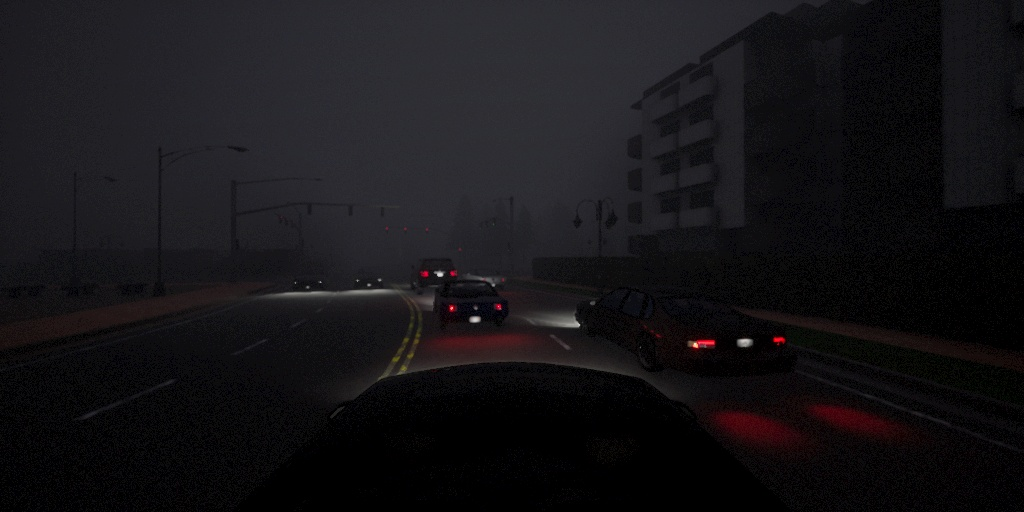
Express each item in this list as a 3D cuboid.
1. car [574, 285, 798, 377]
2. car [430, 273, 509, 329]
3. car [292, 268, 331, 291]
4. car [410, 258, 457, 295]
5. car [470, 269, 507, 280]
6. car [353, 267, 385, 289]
[{"bbox_3d":[3.007,1.334,7.700,2.033,1.411,5.357,0,0,-9],"label":"car"},{"bbox_3d":[-1.540,1.423,11.719,1.895,1.301,4.718,0,0,-15],"label":"car"},{"bbox_3d":[-13.481,1.543,24.393,2.033,1.411,5.357,0,0,-22],"label":"car"},{"bbox_3d":[-4.764,1.116,21.506,2.150,2.045,5.566,0,0,-21],"label":"car"},{"bbox_3d":[-1.972,1.508,23.971,1.895,1.301,4.718,0,0,-21],"label":"car"},{"bbox_3d":[-10.085,1.476,25.319,2.033,1.411,5.357,0,0,-22],"label":"car"}]
